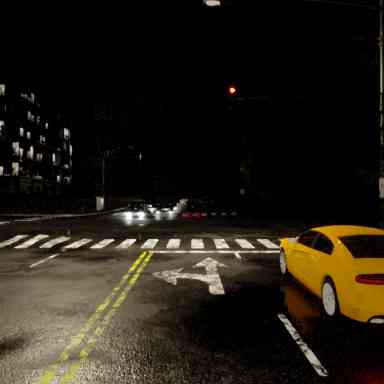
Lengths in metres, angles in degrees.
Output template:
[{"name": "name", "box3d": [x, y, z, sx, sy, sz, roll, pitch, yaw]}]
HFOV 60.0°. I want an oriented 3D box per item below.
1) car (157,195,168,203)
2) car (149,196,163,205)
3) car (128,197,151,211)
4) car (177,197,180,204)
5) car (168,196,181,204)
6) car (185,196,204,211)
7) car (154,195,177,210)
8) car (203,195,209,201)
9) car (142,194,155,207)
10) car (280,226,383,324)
[{"name": "car", "box3d": [-6.496, 1.545, 74.170, 2.128, 1.511, 4.902, 0, 0, 0]}, {"name": "car", "box3d": [-6.559, 1.519, 61.048, 1.882, 1.535, 5.008, 0, 0, 0]}, {"name": "car", "box3d": [-6.595, 1.629, 41.118, 1.895, 1.301, 4.718, 0, 0, 0]}, {"name": "car", "box3d": [-3.339, 1.527, 51.710, 2.128, 1.511, 4.902, 0, 0, 0]}, {"name": "car", "box3d": [-3.298, 1.590, 63.907, 2.033, 1.411, 5.357, 0, 0, 0]}, {"name": "car", "box3d": [0.115, 1.519, 41.774, 2.128, 1.511, 4.902, 0, 0, 0]}, {"name": "car", "box3d": [-3.346, 1.507, 42.519, 1.882, 1.535, 5.008, 0, 0, 0]}, {"name": "car", "box3d": [3.254, 1.538, 82.727, 1.882, 1.535, 5.008, 0, 0, 0]}, {"name": "car", "box3d": [-6.596, 1.256, 50.882, 2.150, 2.045, 5.566, 0, 0, 0]}, {"name": "car", "box3d": [3.362, 1.476, 7.351, 1.882, 1.535, 5.008, -1, 0, 0]}]
